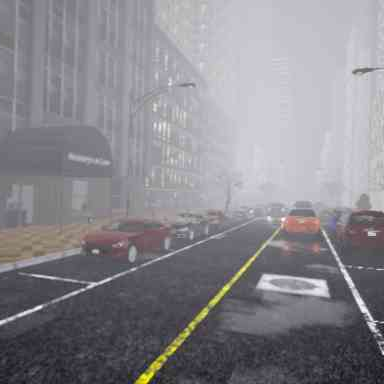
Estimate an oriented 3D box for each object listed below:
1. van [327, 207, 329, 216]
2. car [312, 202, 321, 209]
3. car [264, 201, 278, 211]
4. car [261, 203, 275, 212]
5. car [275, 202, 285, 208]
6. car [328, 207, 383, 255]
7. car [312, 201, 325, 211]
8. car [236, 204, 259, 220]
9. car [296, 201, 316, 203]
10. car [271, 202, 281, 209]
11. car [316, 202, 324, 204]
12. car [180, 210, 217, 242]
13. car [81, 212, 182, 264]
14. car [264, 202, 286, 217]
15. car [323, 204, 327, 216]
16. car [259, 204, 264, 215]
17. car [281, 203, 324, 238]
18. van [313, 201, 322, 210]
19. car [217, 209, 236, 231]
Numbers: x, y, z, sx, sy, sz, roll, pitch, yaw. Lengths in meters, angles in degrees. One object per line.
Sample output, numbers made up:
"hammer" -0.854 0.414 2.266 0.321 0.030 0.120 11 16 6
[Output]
"van" 9.430 1.866 20.245 1.690 1.788 3.998 1 -1 19
"car" 29.736 3.257 79.360 1.967 1.590 4.097 1 -1 19
"car" 14.430 2.562 60.589 1.967 1.590 4.097 1 -1 19
"car" 12.580 2.586 55.213 1.802 1.307 4.206 1 -1 19
"car" 21.811 3.156 82.084 1.947 1.339 4.313 1 -1 19
"car" 7.584 1.722 14.871 2.192 1.841 5.009 1 -1 19
"car" 26.047 2.898 68.614 2.192 1.841 5.009 1 -1 19
"car" 5.196 2.085 33.717 2.008 1.369 4.403 1 -1 19
"car" 12.853 2.054 38.447 2.150 2.045 5.566 2 -1 19
"car" 18.065 2.878 71.176 1.752 1.417 4.829 1 -1 19
"car" 24.200 2.781 63.239 2.192 1.841 5.009 1 -1 19
"car" -0.343 1.731 17.595 2.008 1.369 4.403 1 -1 19
"car" -2.188 1.607 12.220 1.887 1.381 4.507 1 -1 19
"car" 10.645 2.141 41.288 2.097 1.767 4.553 2 0 19
"car" 16.810 2.547 41.738 2.008 1.369 4.403 1 -1 19
"car" 8.888 2.320 44.465 2.008 1.369 4.403 1 -1 19
"car" 7.097 1.813 21.392 2.097 1.767 4.553 2 -1 19
"van" 27.892 3.041 73.987 1.690 1.788 3.998 1 -1 19
"car" 1.503 1.880 22.968 1.802 1.307 4.206 1 -1 19
